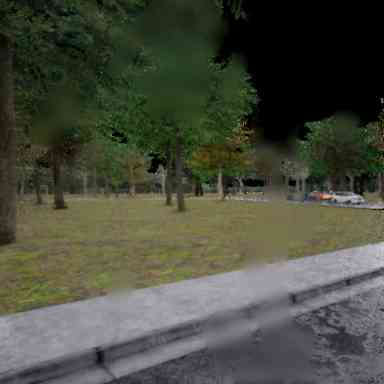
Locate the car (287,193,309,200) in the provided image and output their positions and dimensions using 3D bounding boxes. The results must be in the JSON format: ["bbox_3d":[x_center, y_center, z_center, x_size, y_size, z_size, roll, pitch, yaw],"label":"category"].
[{"bbox_3d":[20.871,1.070,66.897,2.097,1.767,4.553,0,0,-12],"label":"car"}]

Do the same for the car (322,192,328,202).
[{"bbox_3d":[28.070,1.261,64.348,2.033,1.411,5.357,0,0,-12],"label":"car"}]

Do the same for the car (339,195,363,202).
[{"bbox_3d":[31.167,1.310,65.409,1.895,1.301,4.718,0,0,-12],"label":"car"}]

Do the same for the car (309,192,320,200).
[{"bbox_3d":[25.892,0.893,74.444,2.097,1.767,4.553,0,0,-12],"label":"car"}]

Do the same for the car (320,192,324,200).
[{"bbox_3d":[29.069,0.888,75.129,2.097,1.767,4.553,0,0,-12],"label":"car"}]

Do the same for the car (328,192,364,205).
[{"bbox_3d":[24.103,0.977,51.601,2.150,2.045,5.566,0,0,-12],"label":"car"}]
